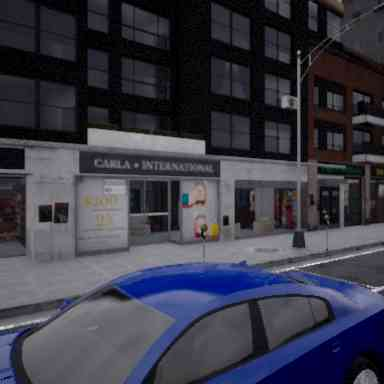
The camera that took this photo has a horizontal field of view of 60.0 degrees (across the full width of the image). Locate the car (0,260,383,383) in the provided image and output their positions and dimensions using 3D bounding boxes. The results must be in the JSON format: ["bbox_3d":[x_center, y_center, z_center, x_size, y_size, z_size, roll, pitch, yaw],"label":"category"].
[{"bbox_3d":[-0.156,1.476,2.952,5.008,1.535,1.882,0,0,-35],"label":"car"}]
